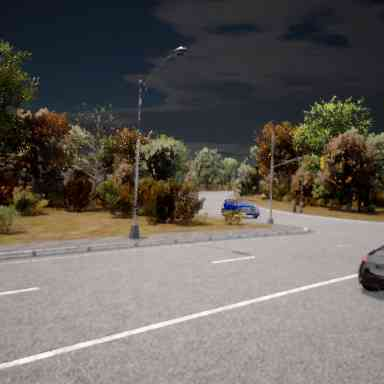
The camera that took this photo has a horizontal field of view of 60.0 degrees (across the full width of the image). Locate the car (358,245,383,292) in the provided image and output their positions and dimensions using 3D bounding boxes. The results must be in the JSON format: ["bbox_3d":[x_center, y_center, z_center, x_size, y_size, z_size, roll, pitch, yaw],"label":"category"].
[{"bbox_3d":[5.857,1.667,7.987,4.181,1.385,1.994,1,-1,-35],"label":"car"}]

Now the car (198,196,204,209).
[{"bbox_3d":[0.149,1.519,52.913,2.150,2.045,5.566,2,2,-15],"label":"car"}]

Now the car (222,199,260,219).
[{"bbox_3d":[5.406,1.851,37.355,2.150,2.045,5.566,3,0,-22],"label":"car"}]
